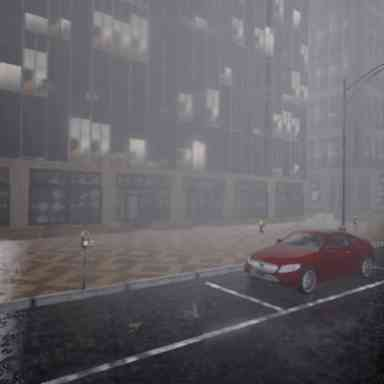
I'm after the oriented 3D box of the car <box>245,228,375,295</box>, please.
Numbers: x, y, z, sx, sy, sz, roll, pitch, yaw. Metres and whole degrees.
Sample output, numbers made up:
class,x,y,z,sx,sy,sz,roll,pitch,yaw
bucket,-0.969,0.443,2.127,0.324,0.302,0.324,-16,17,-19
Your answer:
class,x,y,z,sx,sy,sz,roll,pitch,yaw
car,3.299,1.663,8.907,4.206,1.307,1.802,1,0,-36
